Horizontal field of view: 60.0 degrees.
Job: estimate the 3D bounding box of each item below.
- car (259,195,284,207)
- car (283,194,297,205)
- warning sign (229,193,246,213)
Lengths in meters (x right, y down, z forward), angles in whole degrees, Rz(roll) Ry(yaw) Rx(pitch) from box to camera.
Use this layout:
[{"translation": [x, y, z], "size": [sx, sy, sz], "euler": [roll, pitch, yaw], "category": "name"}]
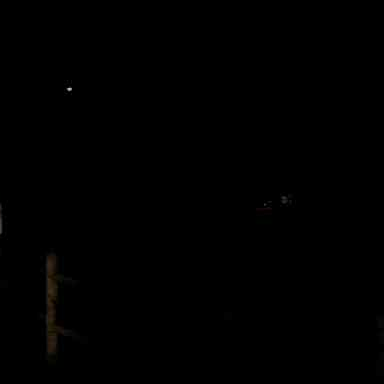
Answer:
[{"translation": [11.145, 1.422, 47.301], "size": [1.895, 1.301, 4.718], "euler": [-1, 0, 31], "category": "car"}, {"translation": [15.987, 1.140, 55.547], "size": [2.097, 1.767, 4.553], "euler": [-1, 0, 31], "category": "car"}, {"translation": [4.256, 0.990, 31.032], "size": [1.300, 1.860, 1.060], "euler": [-1, 0, 31], "category": "warning sign"}]
